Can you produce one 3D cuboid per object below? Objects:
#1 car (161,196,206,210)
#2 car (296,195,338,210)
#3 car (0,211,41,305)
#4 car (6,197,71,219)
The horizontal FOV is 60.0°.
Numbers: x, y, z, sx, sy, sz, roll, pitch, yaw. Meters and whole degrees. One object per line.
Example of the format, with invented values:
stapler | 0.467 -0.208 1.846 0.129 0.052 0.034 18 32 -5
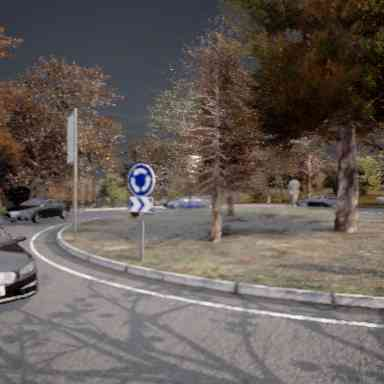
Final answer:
car | -0.399 1.056 34.320 5.357 1.411 2.033 -1 1 -26
car | 13.163 1.011 34.045 4.902 1.511 2.128 2 1 28
car | -4.947 1.355 7.240 2.128 1.511 4.902 0 1 -43
car | -9.827 1.125 21.634 2.128 1.511 4.902 1 1 11
